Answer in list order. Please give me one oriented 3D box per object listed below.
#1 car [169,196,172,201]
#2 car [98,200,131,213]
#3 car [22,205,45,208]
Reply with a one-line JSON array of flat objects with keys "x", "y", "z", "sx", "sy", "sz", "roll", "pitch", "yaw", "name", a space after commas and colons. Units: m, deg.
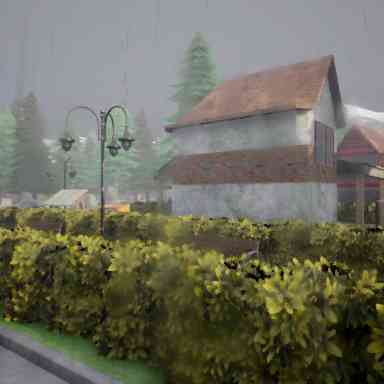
[{"x": -0.584, "y": 1.384, "z": 40.788, "sx": 2.150, "sy": 2.045, "sz": 5.566, "roll": 0, "pitch": 0, "yaw": 38, "name": "car"}, {"x": -8.135, "y": 1.640, "z": 36.837, "sx": 1.882, "sy": 1.535, "sz": 5.008, "roll": 0, "pitch": 0, "yaw": 36, "name": "car"}, {"x": -14.073, "y": 1.763, "z": 28.636, "sx": 1.895, "sy": 1.301, "sz": 4.718, "roll": 0, "pitch": 0, "yaw": 36, "name": "car"}]
